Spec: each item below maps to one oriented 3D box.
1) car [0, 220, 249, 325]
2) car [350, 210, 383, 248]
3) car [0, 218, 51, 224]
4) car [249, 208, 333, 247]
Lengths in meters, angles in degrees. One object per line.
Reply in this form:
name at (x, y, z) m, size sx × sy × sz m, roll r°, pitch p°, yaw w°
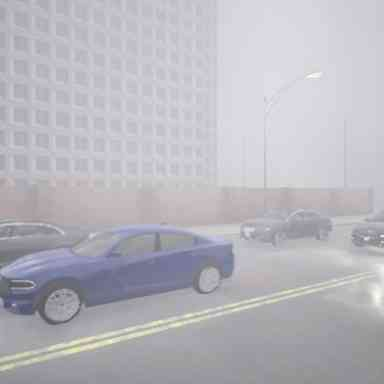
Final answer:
car at (-1.334, 1.475, 7.271) m, size 5.008 × 1.535 × 1.882 m, roll 0°, pitch 0°, yaw -33°
car at (8.470, 1.496, 13.555) m, size 4.892 × 1.490 × 1.837 m, roll 0°, pitch 0°, yaw -33°
car at (-5.125, 1.491, 8.996) m, size 4.902 × 1.511 × 2.128 m, roll 0°, pitch 0°, yaw -33°
car at (4.328, 1.483, 15.073) m, size 4.902 × 1.511 × 2.128 m, roll 0°, pitch 0°, yaw -34°
